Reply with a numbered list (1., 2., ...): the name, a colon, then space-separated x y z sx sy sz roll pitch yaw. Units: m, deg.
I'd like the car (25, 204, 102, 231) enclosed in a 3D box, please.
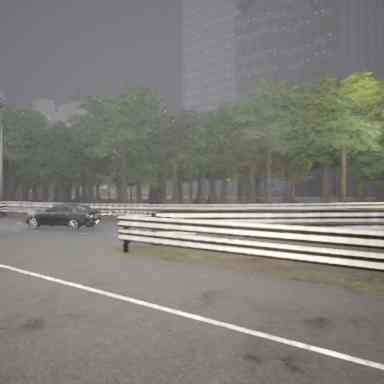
1. car: -7.995 1.503 20.659 4.892 1.490 1.837 0 0 17
